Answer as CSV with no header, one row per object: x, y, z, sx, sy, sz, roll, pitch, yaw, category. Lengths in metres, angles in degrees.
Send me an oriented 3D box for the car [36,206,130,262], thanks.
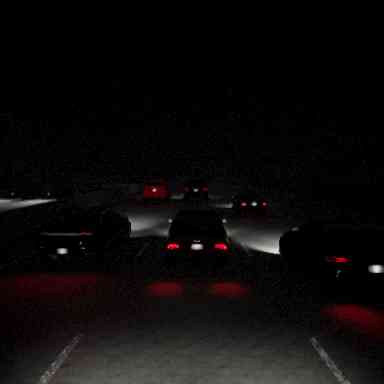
-3.339,1.204,11.060,2.128,1.511,4.902,0,3,1,car

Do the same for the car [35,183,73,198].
-13.787,-0.205,34.501,2.128,1.511,4.902,0,3,1,car

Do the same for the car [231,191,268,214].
3.744,0.617,22.226,2.033,1.411,5.357,0,3,1,car

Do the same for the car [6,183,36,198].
-17.287,-0.211,34.527,2.128,1.511,4.902,0,3,1,car

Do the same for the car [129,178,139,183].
-13.298,-2.600,76.448,1.895,1.301,4.718,0,1,1,car

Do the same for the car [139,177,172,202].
-3.136,-0.224,30.597,2.150,2.045,5.566,0,4,1,car

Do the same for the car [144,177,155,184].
-9.797,-2.665,76.444,1.812,1.442,4.674,0,1,1,car

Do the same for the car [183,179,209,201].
0.363,-0.215,30.535,2.150,2.045,5.566,0,4,1,car

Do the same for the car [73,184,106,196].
-10.288,-0.124,34.450,1.994,1.385,4.181,0,3,1,car

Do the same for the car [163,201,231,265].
0.159,1.281,10.731,2.033,1.411,5.357,0,3,1,car

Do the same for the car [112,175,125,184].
-16.797,-2.977,76.471,2.150,2.045,5.566,0,1,1,car

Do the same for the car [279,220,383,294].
3.624,1.398,8.493,1.994,1.385,4.181,0,2,1,car
